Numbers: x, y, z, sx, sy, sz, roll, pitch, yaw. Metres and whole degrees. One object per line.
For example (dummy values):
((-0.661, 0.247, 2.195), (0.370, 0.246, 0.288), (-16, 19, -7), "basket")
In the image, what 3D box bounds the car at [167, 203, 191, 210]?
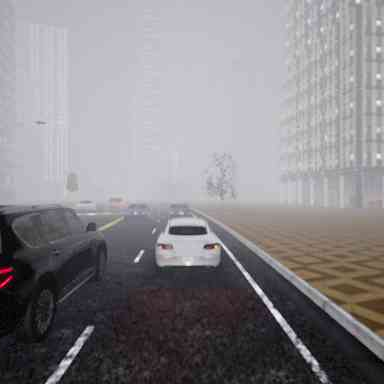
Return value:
((-0.990, 1.569, 26.496), (2.033, 1.411, 5.357), (0, 0, -4), "car")

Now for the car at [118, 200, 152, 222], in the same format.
((-4.234, 1.571, 26.327), (2.033, 1.411, 5.357), (0, 0, -4), "car")

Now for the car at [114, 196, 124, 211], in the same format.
((-8.837, 1.387, 38.723), (2.097, 1.767, 4.553), (0, 0, -6), "car")

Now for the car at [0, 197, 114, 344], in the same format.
((-3.299, 1.232, 6.534), (2.150, 2.045, 5.566), (0, 0, -1), "car")

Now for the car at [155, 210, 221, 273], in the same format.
((-0.151, 1.534, 10.656), (1.812, 1.442, 4.674), (0, 0, -2), "car")

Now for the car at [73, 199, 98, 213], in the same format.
((-12.018, 1.563, 37.966), (1.812, 1.442, 4.674), (0, 0, -6), "car")
